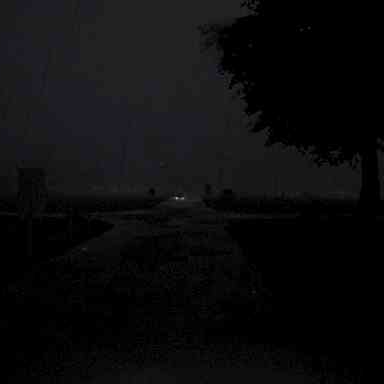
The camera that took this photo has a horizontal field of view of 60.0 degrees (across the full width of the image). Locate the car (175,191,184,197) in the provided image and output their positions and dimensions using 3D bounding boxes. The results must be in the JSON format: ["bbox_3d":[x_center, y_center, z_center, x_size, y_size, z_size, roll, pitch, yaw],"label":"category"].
[{"bbox_3d":[-2.751,0.489,75.327,2.033,1.411,5.357,0,1,0],"label":"car"}]
